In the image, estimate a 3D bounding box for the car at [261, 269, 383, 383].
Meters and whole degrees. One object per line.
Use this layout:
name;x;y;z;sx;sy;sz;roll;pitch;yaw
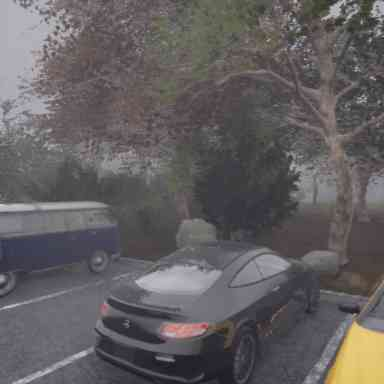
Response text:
car;2.782;1.476;3.604;1.946;1.575;5.366;0;0;36

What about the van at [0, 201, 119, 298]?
van;-3.845;1.269;8.705;1.878;1.987;4.442;0;0;36

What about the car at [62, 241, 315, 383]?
car;0.621;1.525;5.371;2.002;1.452;4.674;0;0;36
